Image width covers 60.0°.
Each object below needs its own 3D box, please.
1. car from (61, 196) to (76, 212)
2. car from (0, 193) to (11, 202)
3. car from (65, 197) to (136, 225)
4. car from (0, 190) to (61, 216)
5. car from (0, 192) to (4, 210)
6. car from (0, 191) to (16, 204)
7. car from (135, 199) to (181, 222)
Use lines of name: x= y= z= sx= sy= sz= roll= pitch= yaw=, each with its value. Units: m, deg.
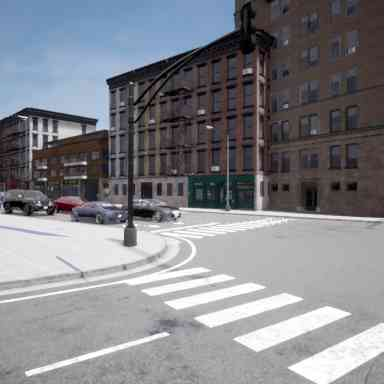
car: x=-10.399 y=1.125 z=29.266 sx=5.008 sy=1.535 sz=1.882 roll=1 pitch=0 yaw=39
car: x=-33.169 y=0.897 z=57.589 sx=4.674 sy=1.442 sz=1.812 roll=1 pitch=0 yaw=43
car: x=-6.030 y=1.281 z=21.719 sx=4.181 sy=1.385 sz=1.994 roll=1 pitch=0 yaw=37
car: x=-13.540 y=0.839 z=27.610 sx=5.566 sy=2.045 sz=2.150 roll=1 pitch=0 yaw=39
car: x=-21.149 y=0.876 z=33.850 sx=4.553 sy=1.767 sz=2.097 roll=1 pitch=0 yaw=40
car: x=-27.611 y=0.786 z=48.214 sx=4.553 sy=1.767 sz=2.097 roll=1 pitch=0 yaw=41
car: x=-2.948 y=1.239 z=23.445 sx=4.902 sy=1.511 sz=2.128 roll=1 pitch=0 yaw=38
